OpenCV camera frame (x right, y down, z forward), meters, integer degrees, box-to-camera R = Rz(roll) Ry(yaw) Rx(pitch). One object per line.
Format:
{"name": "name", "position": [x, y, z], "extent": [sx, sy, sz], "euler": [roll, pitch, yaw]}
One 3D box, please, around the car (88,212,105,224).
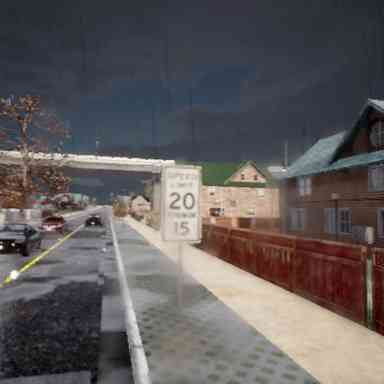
{"name": "car", "position": [-13.476, 3.632, 47.179], "extent": [2.033, 1.411, 5.357], "euler": [2, -3, -14]}

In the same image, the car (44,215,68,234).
{"name": "car", "position": [-11.473, 2.684, 27.692], "extent": [1.812, 1.442, 4.674], "euler": [2, -3, -14]}

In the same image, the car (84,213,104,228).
{"name": "car", "position": [-10.751, 3.140, 36.579], "extent": [1.812, 1.442, 4.674], "euler": [2, -3, -14]}

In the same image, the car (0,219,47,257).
{"name": "car", "position": [-8.442, 2.181, 15.668], "extent": [1.994, 1.385, 4.181], "euler": [2, -3, -14]}
